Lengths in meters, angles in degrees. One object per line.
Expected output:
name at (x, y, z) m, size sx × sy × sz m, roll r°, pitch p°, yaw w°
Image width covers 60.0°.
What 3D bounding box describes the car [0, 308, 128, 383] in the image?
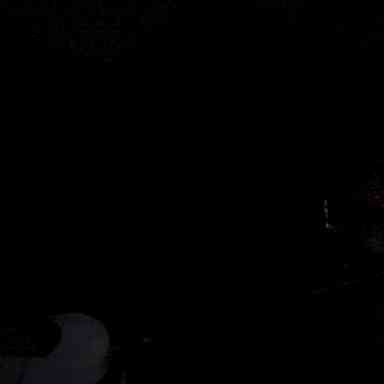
car at (-2.649, 1.520, 1.795) m, size 4.674 × 1.442 × 1.812 m, roll 0°, pitch 0°, yaw -35°
